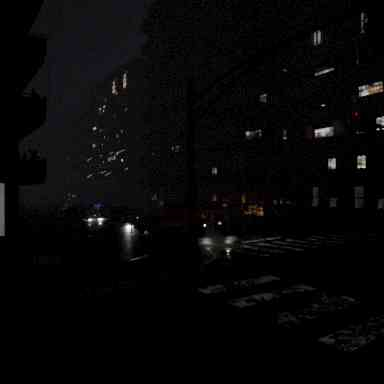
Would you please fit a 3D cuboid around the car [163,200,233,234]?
[{"bbox_3d":[0.010,1.531,21.801,2.150,2.045,5.566,0,-1,-36],"label":"car"}]

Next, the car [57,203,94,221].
[{"bbox_3d":[-11.901,2.163,33.813,1.887,1.381,4.507,-1,0,-36],"label":"car"}]

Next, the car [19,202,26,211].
[{"bbox_3d":[-31.841,2.769,61.331,1.887,1.381,4.507,-1,0,-36],"label":"car"}]

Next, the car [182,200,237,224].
[{"bbox_3d":[1.462,1.712,29.589,2.192,1.841,5.009,-1,0,-36],"label":"car"}]

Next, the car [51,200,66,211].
[{"bbox_3d":[-22.676,2.569,58.572,2.128,1.511,4.902,0,-1,-36],"label":"car"}]

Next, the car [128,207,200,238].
[{"bbox_3d":[-1.833,1.832,19.916,1.752,1.417,4.829,-1,0,-36],"label":"car"}]

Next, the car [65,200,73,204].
[{"bbox_3d":[-17.502,2.272,51.433,2.097,1.767,4.553,0,-1,-36],"label":"car"}]

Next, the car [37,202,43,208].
[{"bbox_3d":[-35.086,3.049,80.035,1.887,1.381,4.507,-1,0,-36],"label":"car"}]

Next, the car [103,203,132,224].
[{"bbox_3d":[-6.051,2.003,30.178,1.837,1.490,4.892,0,-1,-36],"label":"car"}]

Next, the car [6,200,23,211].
[{"bbox_3d":[-35.169,2.639,65.916,2.192,1.841,5.009,-1,0,-36],"label":"car"}]

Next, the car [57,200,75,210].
[{"bbox_3d":[-25.122,2.523,66.276,2.192,1.841,5.009,-1,0,-36],"label":"car"}]

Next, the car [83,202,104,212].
[{"bbox_3d":[-16.369,2.432,55.048,1.882,1.535,5.008,0,-1,-36],"label":"car"}]

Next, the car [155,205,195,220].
[{"bbox_3d":[-1.855,2.044,34.174,1.887,1.381,4.507,-1,0,-36],"label":"car"}]

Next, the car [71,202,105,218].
[{"bbox_3d":[-12.200,2.234,38.683,2.033,1.411,5.357,0,-1,-36],"label":"car"}]

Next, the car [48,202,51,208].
[{"bbox_3d":[-28.446,2.622,70.863,2.192,1.841,5.009,-1,0,-36],"label":"car"}]

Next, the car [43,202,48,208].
[{"bbox_3d":[-31.762,2.972,75.449,1.947,1.339,4.313,-1,0,-36],"label":"car"}]
